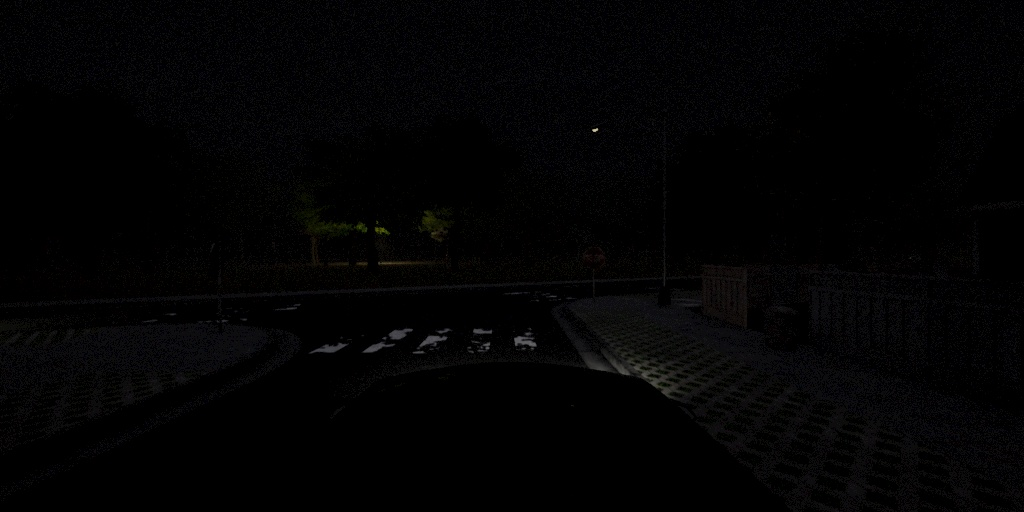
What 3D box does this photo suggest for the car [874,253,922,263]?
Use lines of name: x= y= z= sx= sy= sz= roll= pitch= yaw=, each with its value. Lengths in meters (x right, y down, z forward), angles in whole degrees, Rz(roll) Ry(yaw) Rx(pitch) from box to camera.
car: x=39.588 y=0.700 z=36.761 sx=5.566 sy=2.045 sz=2.150 roll=0 pitch=0 yaw=-23

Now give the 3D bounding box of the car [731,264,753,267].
car: x=15.144 y=1.210 z=23.162 sx=4.181 sy=1.385 sz=1.994 roll=0 pitch=0 yaw=-23
